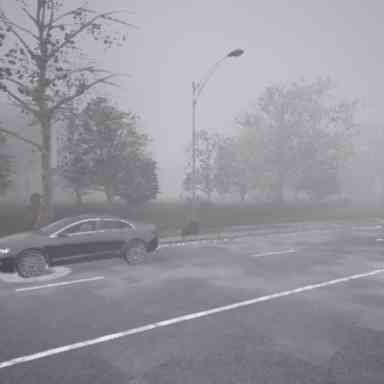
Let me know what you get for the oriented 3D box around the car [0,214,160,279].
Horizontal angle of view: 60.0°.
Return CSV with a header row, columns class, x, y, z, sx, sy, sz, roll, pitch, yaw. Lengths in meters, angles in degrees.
class,x,y,z,sx,sy,sz,roll,pitch,yaw
car,-3.343,1.459,10.024,4.902,1.511,2.128,0,0,-34
